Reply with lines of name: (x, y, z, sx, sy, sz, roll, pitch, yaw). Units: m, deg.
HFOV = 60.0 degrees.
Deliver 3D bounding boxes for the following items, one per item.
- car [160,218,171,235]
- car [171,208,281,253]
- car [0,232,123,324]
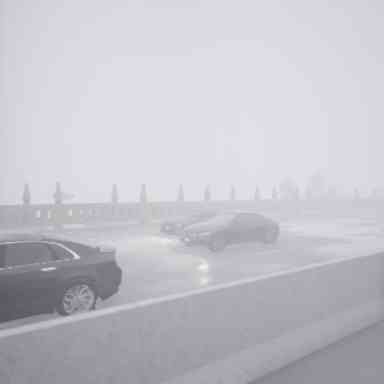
car: (0.449, 1.553, 17.202, 4.181, 1.385, 1.994, 0, 0, -35)
car: (1.713, 1.516, 13.805, 4.674, 1.442, 1.812, 0, 0, -35)
car: (-3.629, 1.505, 5.702, 4.892, 1.490, 1.837, 0, 0, -35)
